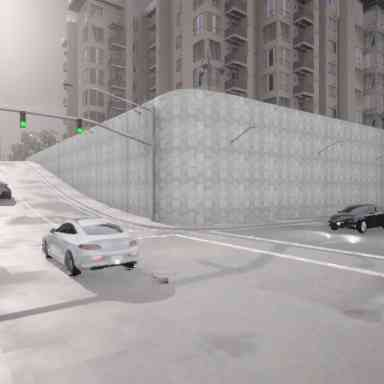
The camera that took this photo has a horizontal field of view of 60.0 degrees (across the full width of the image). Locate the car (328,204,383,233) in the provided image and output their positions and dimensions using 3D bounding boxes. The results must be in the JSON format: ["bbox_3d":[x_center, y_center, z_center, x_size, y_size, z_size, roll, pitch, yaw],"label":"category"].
[{"bbox_3d":[10.069,1.504,19.787,4.892,1.490,1.837,0,0,-36],"label":"car"}]

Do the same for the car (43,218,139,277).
[{"bbox_3d":[-3.266,1.527,10.366,1.812,1.442,4.674,0,0,-36],"label":"car"}]

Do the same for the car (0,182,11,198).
[{"bbox_3d":[-18.256,-0.296,31.206,1.994,1.385,4.181,0,10,-36],"label":"car"}]
